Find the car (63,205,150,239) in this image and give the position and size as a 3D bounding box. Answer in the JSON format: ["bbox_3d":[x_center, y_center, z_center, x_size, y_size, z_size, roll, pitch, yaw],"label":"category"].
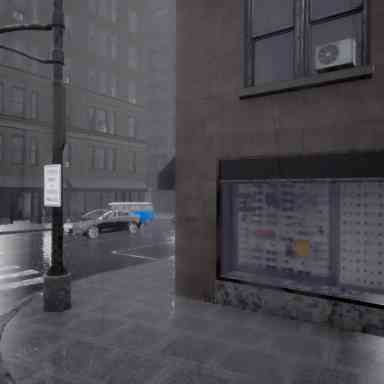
[{"bbox_3d":[-4.995,1.726,18.987,2.128,1.511,4.902,0,-1,35],"label":"car"}]

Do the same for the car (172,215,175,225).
[{"bbox_3d":[0.259,1.947,26.451,1.994,1.385,4.181,0,-1,35],"label":"car"}]

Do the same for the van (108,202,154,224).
[{"bbox_3d":[-4.507,1.636,24.169,1.690,1.788,3.998,-1,-1,35],"label":"van"}]
